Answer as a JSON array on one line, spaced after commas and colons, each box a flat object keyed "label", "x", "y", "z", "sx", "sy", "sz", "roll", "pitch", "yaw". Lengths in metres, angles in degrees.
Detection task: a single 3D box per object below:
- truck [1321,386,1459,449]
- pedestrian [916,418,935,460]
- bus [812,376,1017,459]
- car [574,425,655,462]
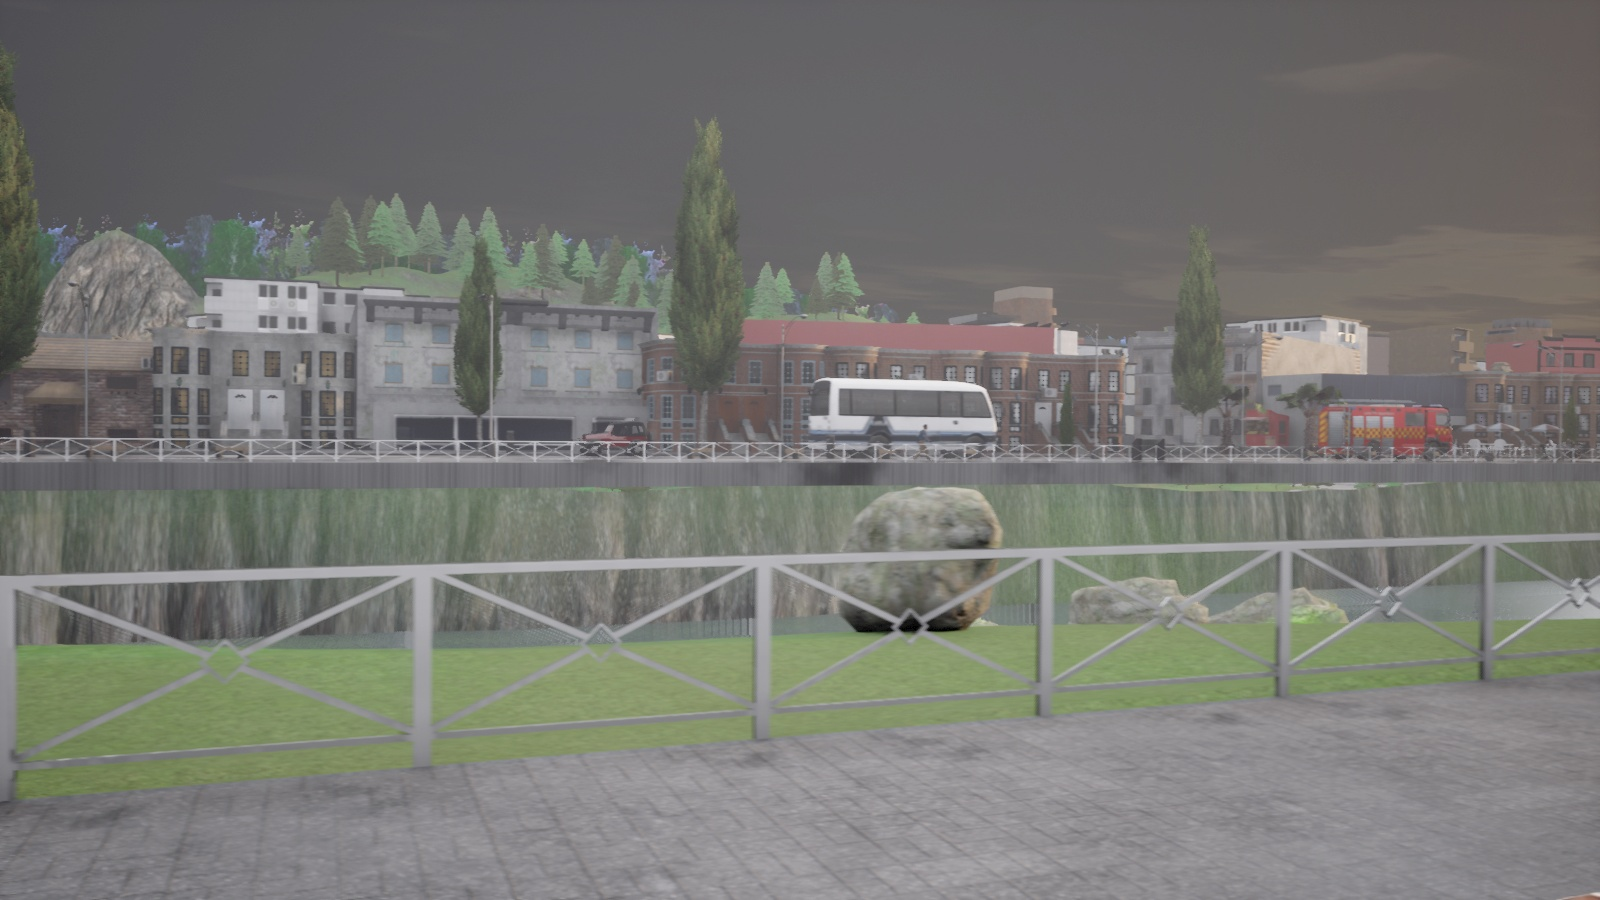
[{"label": "truck", "x": 37.436, "y": -2.068, "z": 79.656, "sx": 8.468, "sy": 3.827, "sz": 2.891, "roll": -1, "pitch": 1, "yaw": -21}, {"label": "pedestrian", "x": 5.871, "y": -0.510, "z": 58.624, "sx": 0.788, "sy": 1.949, "sz": 0.423, "roll": -1, "pitch": 1, "yaw": -7}, {"label": "bus", "x": 6.198, "y": -1.749, "z": 67.783, "sx": 10.273, "sy": 4.253, "sz": 3.944, "roll": -1, "pitch": 1, "yaw": -21}, {"label": "car", "x": -9.765, "y": -0.375, "z": 66.010, "sx": 3.866, "sy": 1.878, "sz": 1.905, "roll": -1, "pitch": 1, "yaw": -21}]
